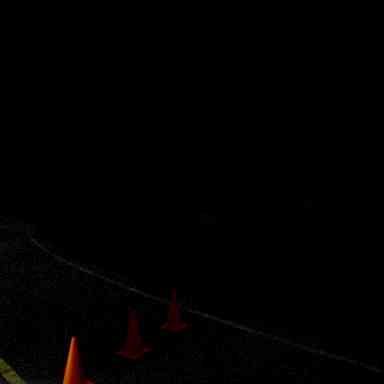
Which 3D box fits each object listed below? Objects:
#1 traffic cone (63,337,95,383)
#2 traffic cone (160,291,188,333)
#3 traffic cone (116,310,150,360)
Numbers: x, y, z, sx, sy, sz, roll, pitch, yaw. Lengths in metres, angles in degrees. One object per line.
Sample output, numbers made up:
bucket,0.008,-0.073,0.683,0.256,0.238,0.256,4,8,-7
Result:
traffic cone,-1.334,1.945,3.779,0.340,0.580,0.340,1,1,31
traffic cone,-0.296,1.931,5.480,0.340,0.580,0.340,1,1,31
traffic cone,-0.815,1.938,4.630,0.340,0.580,0.340,1,1,31
